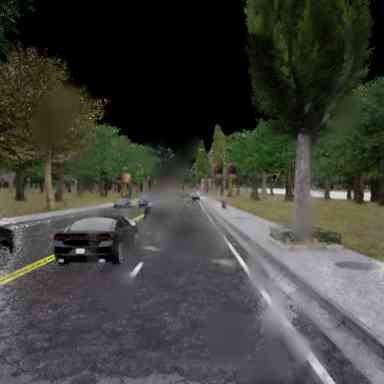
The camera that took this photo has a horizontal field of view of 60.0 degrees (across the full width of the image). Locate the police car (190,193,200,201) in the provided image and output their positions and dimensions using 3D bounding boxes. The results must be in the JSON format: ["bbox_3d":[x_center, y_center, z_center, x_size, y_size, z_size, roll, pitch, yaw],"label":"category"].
[{"bbox_3d":[0.997,1.373,86.427,1.930,1.638,5.238,0,0,0],"label":"police car"}]

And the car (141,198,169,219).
[{"bbox_3d":[-3.142,1.571,30.236,1.882,1.535,5.008,0,0,0],"label":"car"}]

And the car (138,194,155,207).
[{"bbox_3d":[-6.564,1.304,49.359,2.150,2.045,5.566,0,0,0],"label":"car"}]

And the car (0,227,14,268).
[{"bbox_3d":[-6.597,1.524,8.668,2.128,1.511,4.902,0,0,0],"label":"car"}]

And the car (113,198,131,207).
[{"bbox_3d":[-9.817,1.592,46.958,1.837,1.490,4.892,0,0,0],"label":"car"}]

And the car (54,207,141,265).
[{"bbox_3d":[-3.147,1.521,11.838,1.882,1.535,5.008,0,0,0],"label":"car"}]
